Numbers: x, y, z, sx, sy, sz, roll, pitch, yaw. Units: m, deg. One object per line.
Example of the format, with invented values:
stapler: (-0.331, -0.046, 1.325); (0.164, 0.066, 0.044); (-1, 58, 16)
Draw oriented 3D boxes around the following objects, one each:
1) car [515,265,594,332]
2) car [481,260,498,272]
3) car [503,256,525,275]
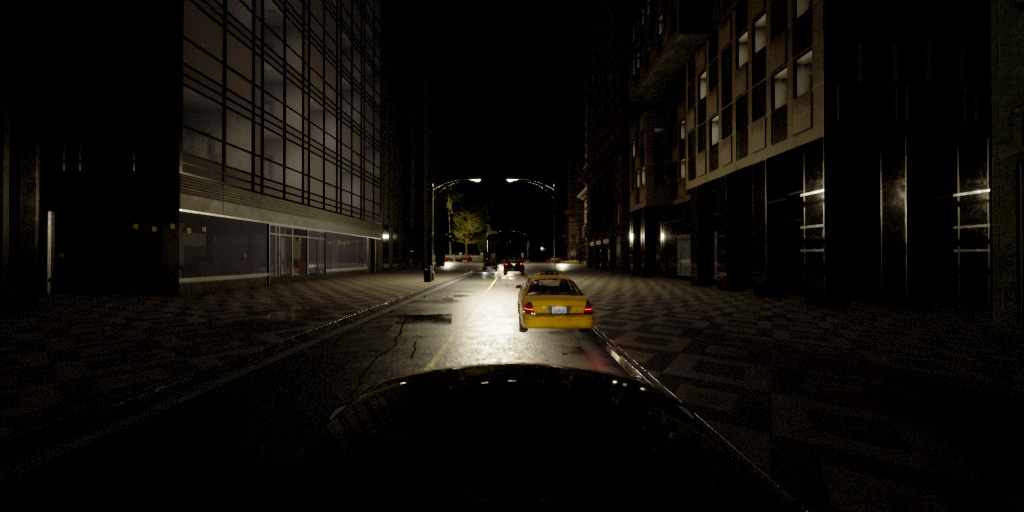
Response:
car: (1.089, 1.206, 10.740); (1.801, 1.575, 5.366); (0, 0, 0)
car: (-2.801, 1.281, 46.685); (1.812, 1.442, 4.674); (0, 0, 0)
car: (0.233, 0.976, 38.290); (2.150, 2.045, 5.566); (0, 0, 1)
